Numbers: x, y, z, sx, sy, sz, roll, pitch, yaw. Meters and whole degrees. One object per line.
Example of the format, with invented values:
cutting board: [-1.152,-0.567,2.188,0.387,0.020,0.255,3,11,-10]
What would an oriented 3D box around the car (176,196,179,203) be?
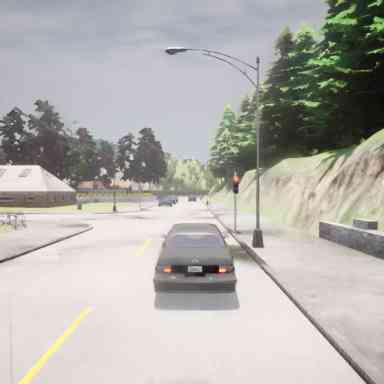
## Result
car: [-3.970,1.477,61.101,1.882,1.535,5.008,0,0,1]

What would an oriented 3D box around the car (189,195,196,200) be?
car: [0.135,1.407,86.088,1.812,1.442,4.674,0,0,0]

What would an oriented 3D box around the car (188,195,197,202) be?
car: [0.119,1.515,75.728,2.128,1.511,4.902,0,0,0]

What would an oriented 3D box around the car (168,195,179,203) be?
car: [-3.888,1.525,71.193,2.128,1.511,4.902,0,0,0]

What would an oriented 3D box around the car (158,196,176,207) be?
car: [-4.015,1.564,51.098,1.994,1.385,4.181,0,0,0]

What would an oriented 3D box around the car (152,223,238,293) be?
car: [0.073,1.547,8.975,2.033,1.411,5.357,0,0,0]
